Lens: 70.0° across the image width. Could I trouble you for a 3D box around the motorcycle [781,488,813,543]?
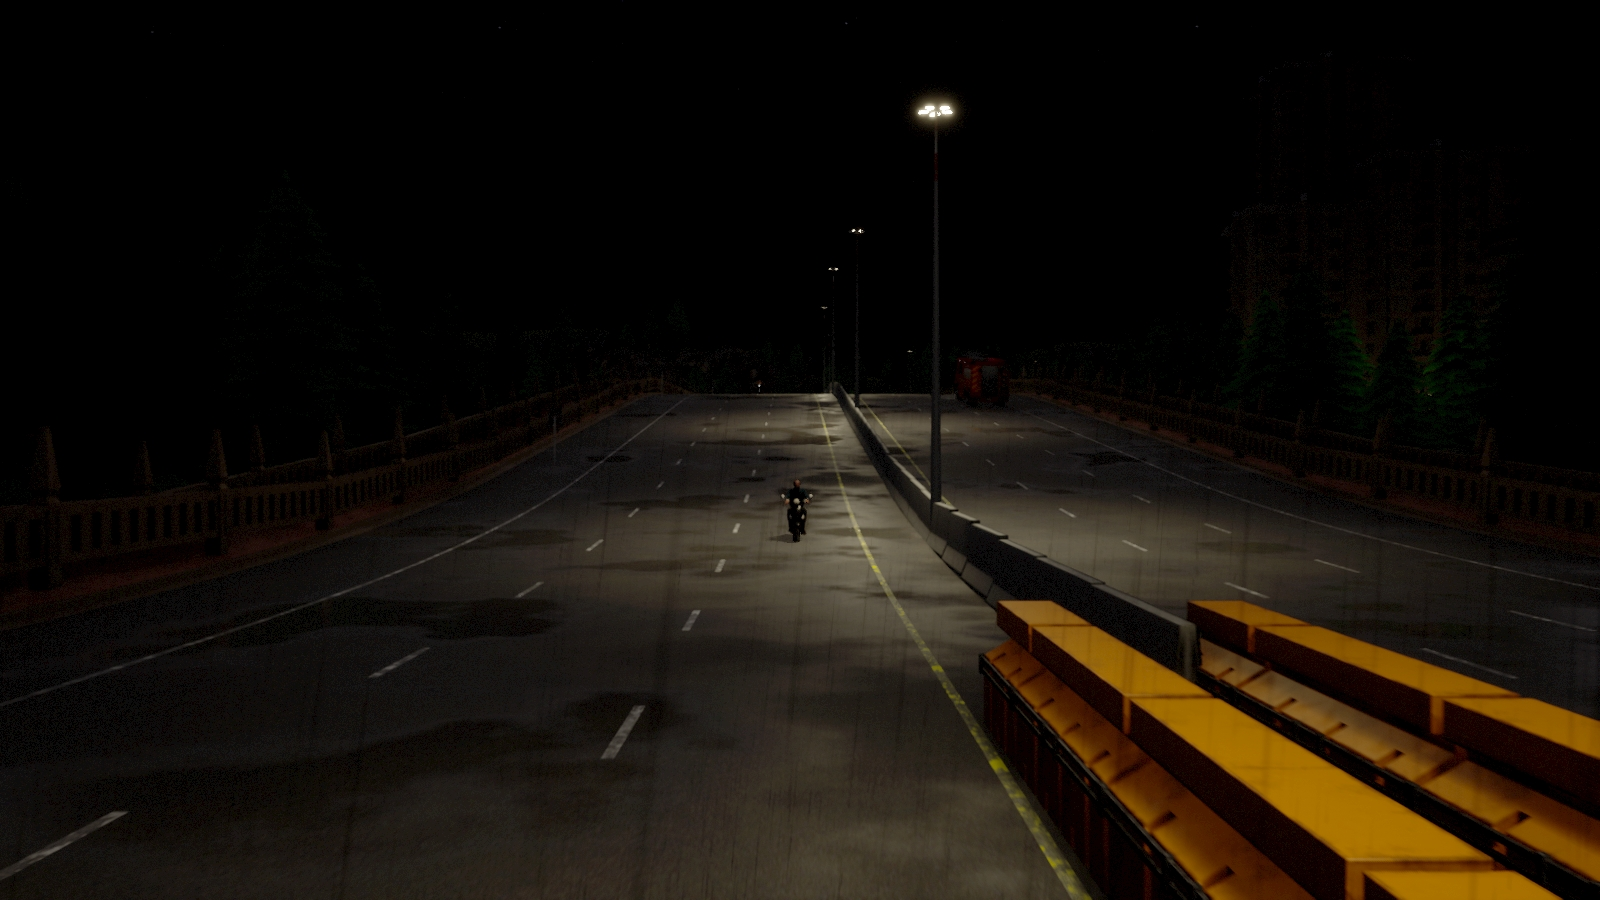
[{"bbox_3d":[-0.085,1.753,30.912,0.856,1.316,1.805,0,3,0],"label":"motorcycle"}]
